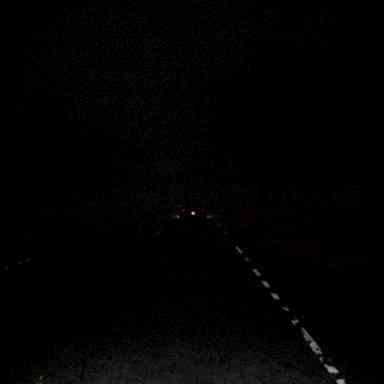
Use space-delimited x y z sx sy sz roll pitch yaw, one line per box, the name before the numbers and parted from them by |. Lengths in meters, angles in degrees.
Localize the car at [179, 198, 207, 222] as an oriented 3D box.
car | 0.071 1.408 24.721 1.994 1.385 4.181 0 0 0
